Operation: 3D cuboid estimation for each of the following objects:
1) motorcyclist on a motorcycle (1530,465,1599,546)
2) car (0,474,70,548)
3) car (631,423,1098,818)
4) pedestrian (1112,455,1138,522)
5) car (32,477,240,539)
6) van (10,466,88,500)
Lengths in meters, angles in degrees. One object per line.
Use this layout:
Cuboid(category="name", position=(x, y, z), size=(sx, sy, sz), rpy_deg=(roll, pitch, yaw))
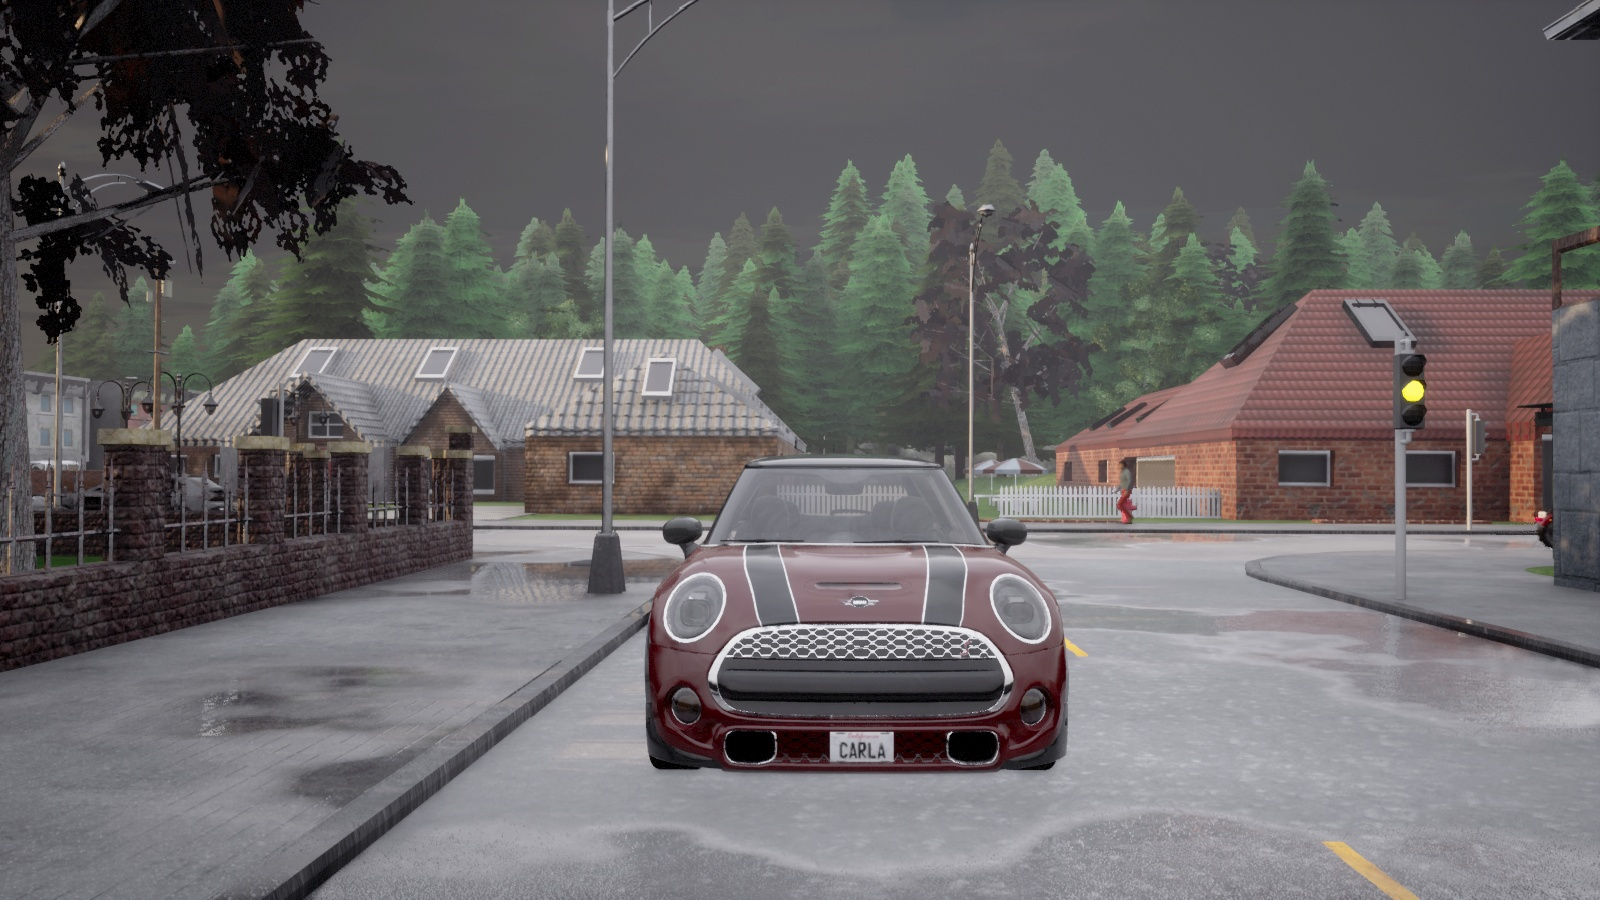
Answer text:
Cuboid(category="motorcyclist on a motorcycle", position=(16.563, 1.135, 26.068), size=(2.350, 1.649, 0.766), rpy_deg=(0, -1, 2))
Cuboid(category="car", position=(-18.574, 1.289, 27.041), size=(4.514, 1.525, 2.007), rpy_deg=(0, -1, 0))
Cuboid(category="car", position=(0.271, 0.805, 7.943), size=(2.097, 1.767, 4.553), rpy_deg=(0, -1, 0))
Cuboid(category="pedestrian", position=(9.081, 1.076, 35.096), size=(0.614, 1.847, 0.353), rpy_deg=(0, -1, 0))
Cuboid(category="car", position=(-16.342, 1.414, 31.041), size=(4.193, 1.474, 1.816), rpy_deg=(0, -1, 2))
Cuboid(category="van", position=(-46.845, 2.042, 78.488), size=(2.069, 2.038, 4.480), rpy_deg=(0, -1, 2))
